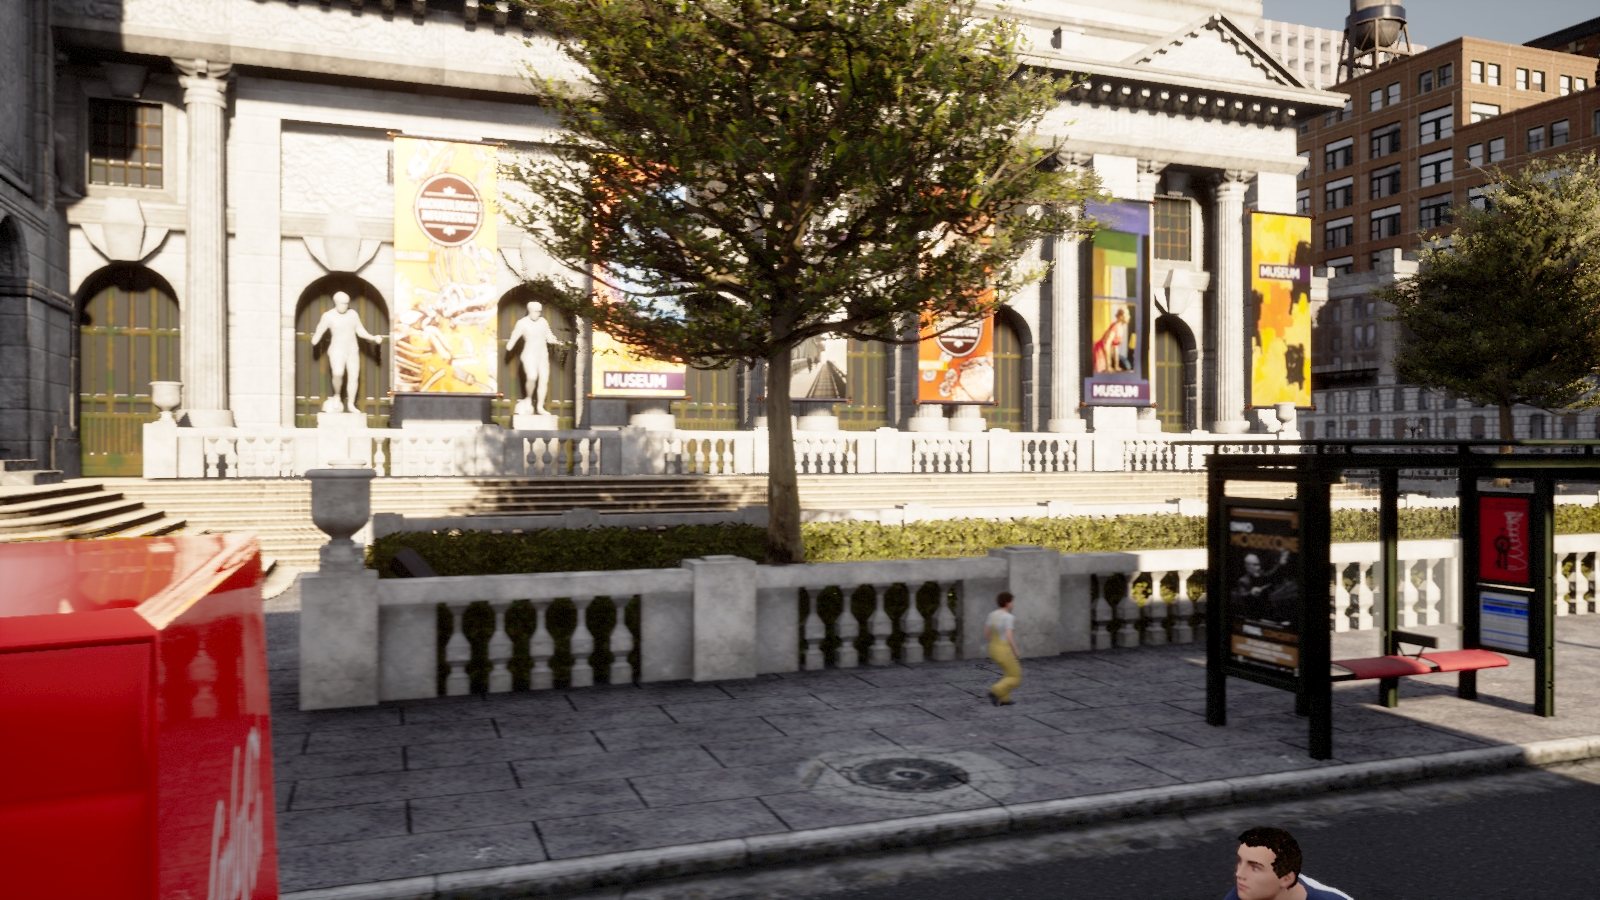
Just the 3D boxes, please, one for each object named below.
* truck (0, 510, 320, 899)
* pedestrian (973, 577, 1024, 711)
[{"bbox_3d":[-3.712,1.539,1.944,5.204,2.467,2.627,-2,1,-20],"label":"truck"},{"bbox_3d":[2.039,1.978,11.732,0.375,1.300,0.375,0,0,-24],"label":"pedestrian"}]
